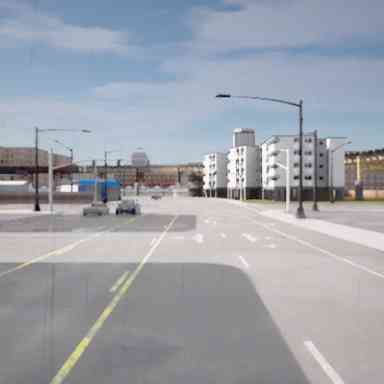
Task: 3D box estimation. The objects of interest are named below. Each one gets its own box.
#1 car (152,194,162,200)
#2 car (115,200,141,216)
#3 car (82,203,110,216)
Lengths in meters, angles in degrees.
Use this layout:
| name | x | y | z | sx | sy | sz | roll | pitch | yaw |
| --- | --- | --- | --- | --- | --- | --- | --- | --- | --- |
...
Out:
| name | x | y | z | sx | sy | sz | roll | pitch | yaw |
| --- | --- | --- | --- | --- | --- | --- | --- | --- | --- |
| car | -9.829 | 1.413 | 92.671 | 1.837 | 1.490 | 4.892 | 0 | 1 | -23 |
| car | -6.988 | 1.636 | 36.658 | 2.097 | 1.767 | 4.553 | 0 | 0 | 0 |
| car | -10.490 | 1.889 | 36.629 | 1.895 | 1.301 | 4.718 | 0 | 0 | 0 |
